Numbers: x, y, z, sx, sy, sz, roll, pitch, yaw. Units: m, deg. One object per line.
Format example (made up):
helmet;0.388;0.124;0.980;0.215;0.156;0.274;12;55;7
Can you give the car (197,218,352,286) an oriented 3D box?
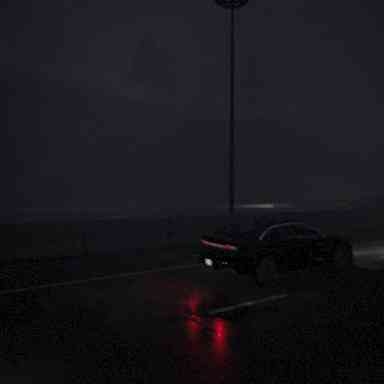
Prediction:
car;2.473;1.485;9.345;4.902;1.511;2.128;0;0;-31

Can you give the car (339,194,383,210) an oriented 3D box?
car;17.783;1.229;32.964;5.566;2.045;2.150;1;0;-22

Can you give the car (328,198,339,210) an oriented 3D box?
car;17.923;1.477;36.772;5.008;1.535;1.882;0;0;-21

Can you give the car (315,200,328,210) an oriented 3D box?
car;17.267;1.469;40.265;5.008;1.535;1.882;0;0;-21

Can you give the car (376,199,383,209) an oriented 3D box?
car;19.689;1.563;29.993;5.357;1.411;2.033;0;0;-22
